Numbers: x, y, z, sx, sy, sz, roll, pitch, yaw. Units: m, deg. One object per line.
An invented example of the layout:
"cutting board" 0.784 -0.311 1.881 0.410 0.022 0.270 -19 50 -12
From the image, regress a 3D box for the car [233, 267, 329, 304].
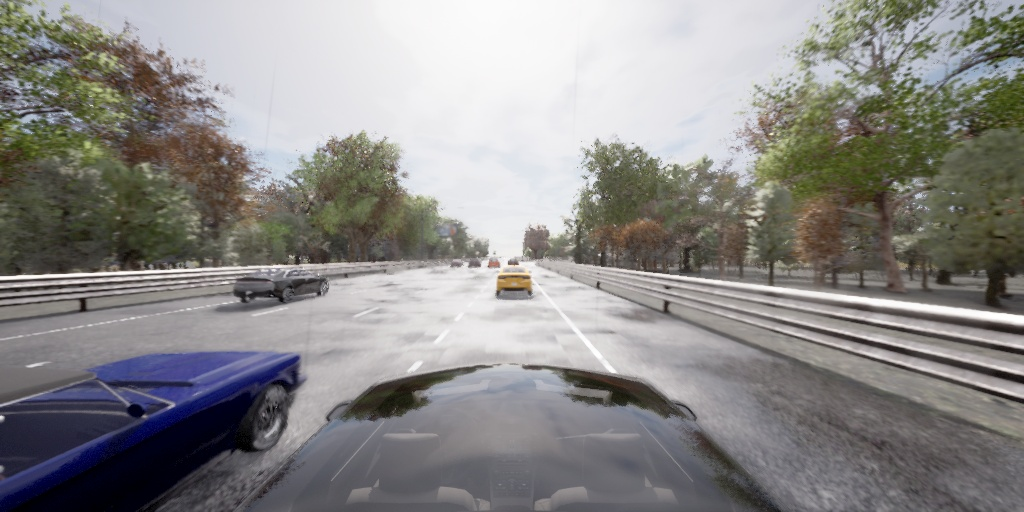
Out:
"car" -10.392 1.271 16.606 2.128 1.511 4.902 0 0 0

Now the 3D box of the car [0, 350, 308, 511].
"car" -3.401 1.350 2.202 1.895 1.301 4.718 0 0 0

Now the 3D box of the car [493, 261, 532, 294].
"car" 0.114 1.272 20.526 1.882 1.535 5.008 0 0 0
